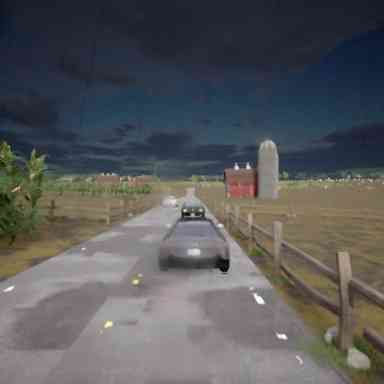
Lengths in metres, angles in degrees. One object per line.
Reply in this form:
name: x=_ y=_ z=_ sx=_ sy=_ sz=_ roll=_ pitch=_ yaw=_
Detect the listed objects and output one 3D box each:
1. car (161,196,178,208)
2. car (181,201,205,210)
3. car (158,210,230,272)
car: x=-2.828 y=1.304 z=44.078 sx=1.812 sy=1.442 sz=4.674 roll=0 pitch=0 yaw=0
car: x=0.089 y=1.441 z=28.002 sx=1.895 sy=1.301 sz=4.718 roll=0 pitch=0 yaw=0
car: x=0.073 y=1.496 z=10.520 sx=1.994 sy=1.385 sz=4.181 roll=0 pitch=0 yaw=1
